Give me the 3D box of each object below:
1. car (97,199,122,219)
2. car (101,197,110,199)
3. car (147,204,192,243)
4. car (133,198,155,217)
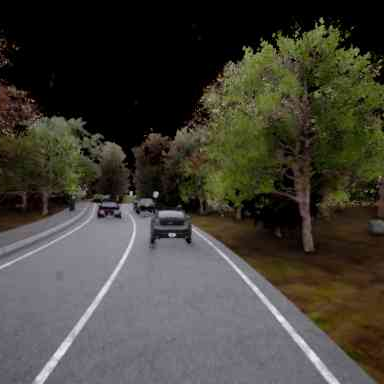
[{"bbox_3d":[-7.068,1.559,28.582,1.994,1.385,4.181,2,-1,-13],"label":"car"},{"bbox_3d":[-17.776,1.609,68.198,1.994,1.385,4.181,1,-1,-16],"label":"car"},{"bbox_3d":[-1.132,1.544,16.276,1.837,1.490,4.892,1,0,-7],"label":"car"},{"bbox_3d":[-5.188,1.414,36.252,2.097,1.767,4.553,1,0,-15],"label":"car"}]
